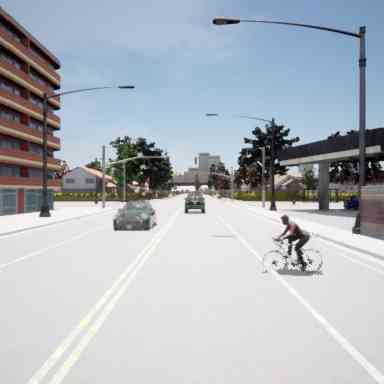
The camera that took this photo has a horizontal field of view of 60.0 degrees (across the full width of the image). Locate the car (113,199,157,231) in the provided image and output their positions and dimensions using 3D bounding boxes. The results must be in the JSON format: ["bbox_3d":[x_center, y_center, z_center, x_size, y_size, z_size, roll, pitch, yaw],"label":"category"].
[{"bbox_3d":[-3.443,1.350,20.671,2.097,1.767,4.553,0,0,1],"label":"car"}]

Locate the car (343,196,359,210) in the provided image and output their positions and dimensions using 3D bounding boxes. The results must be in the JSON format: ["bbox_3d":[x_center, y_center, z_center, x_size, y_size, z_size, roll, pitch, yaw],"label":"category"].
[{"bbox_3d":[20.501,1.294,39.459,4.611,1.667,2.242,0,0,2],"label":"car"}]

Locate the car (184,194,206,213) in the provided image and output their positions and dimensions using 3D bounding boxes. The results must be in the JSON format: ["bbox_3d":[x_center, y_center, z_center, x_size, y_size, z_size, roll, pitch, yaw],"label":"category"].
[{"bbox_3d":[0.311,1.221,36.541,2.150,2.045,5.566,0,0,0],"label":"car"}]

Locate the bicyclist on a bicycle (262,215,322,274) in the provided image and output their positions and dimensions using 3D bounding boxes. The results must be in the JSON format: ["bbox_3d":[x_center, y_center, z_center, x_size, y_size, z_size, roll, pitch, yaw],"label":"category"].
[{"bbox_3d":[2.724,1.451,9.083,1.656,1.620,0.582,-2,0,0],"label":"bicyclist on a bicycle"}]
